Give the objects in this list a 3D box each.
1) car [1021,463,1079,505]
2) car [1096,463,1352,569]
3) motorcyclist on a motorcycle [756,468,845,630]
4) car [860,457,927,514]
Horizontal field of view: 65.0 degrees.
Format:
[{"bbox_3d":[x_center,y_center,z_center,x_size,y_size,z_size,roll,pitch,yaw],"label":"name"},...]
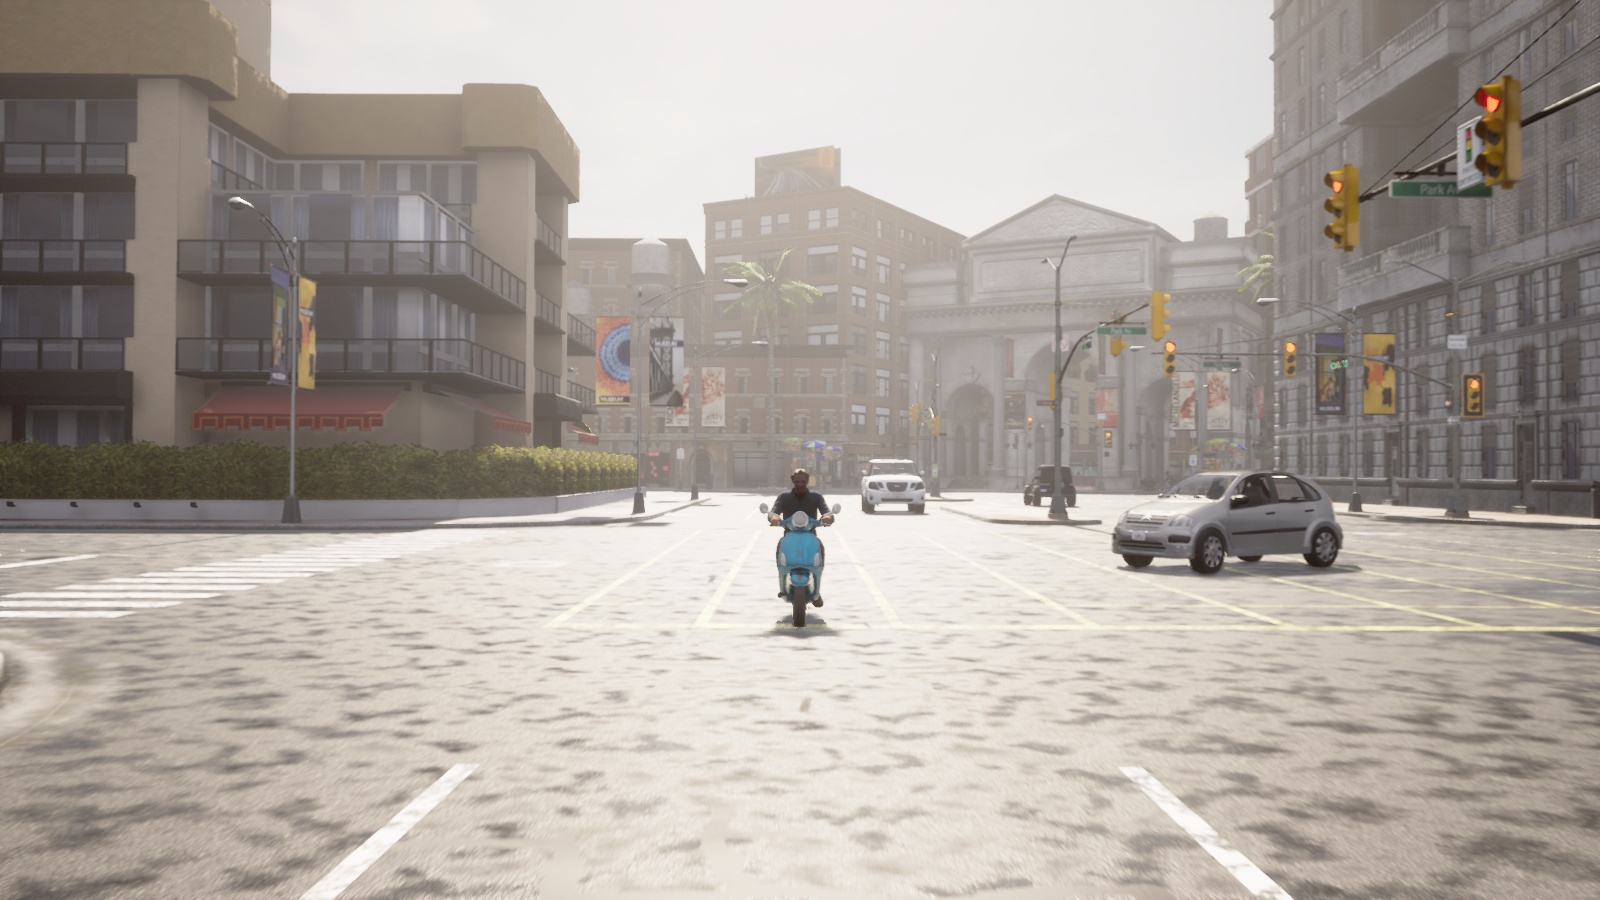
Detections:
[{"bbox_3d":[11.513,1.535,57.984,1.905,1.878,3.866,0,-1,0],"label":"car"},{"bbox_3d":[7.099,1.036,20.969,3.988,1.617,1.851,0,-1,-30],"label":"car"},{"bbox_3d":[0.004,0.990,13.245,0.866,1.590,1.817,0,-1,0],"label":"motorcyclist on a motorcycle"},{"bbox_3d":[3.511,1.326,48.202,2.150,2.045,5.566,0,-1,0],"label":"car"}]
